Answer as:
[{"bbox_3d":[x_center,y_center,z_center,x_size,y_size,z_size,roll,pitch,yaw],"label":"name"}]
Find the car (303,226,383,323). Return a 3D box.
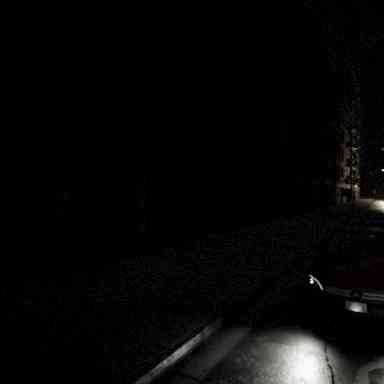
[{"bbox_3d":[3.718,1.525,7.186,1.812,1.442,4.674,0,0,30],"label":"car"}]
